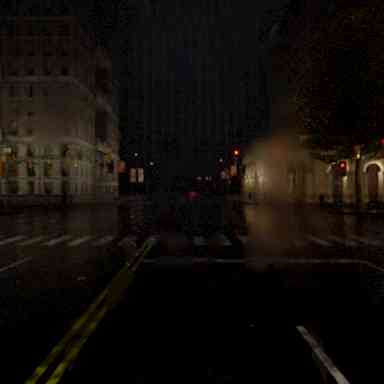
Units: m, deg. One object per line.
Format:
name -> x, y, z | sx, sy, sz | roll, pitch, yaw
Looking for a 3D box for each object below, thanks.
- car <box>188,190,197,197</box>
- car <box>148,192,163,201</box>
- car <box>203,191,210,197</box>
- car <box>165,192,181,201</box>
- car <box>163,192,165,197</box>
car -> 0.189, 0.386, 83.699 | 2.097, 1.767, 4.553 | 0, 1, 1
car -> -7.022, 0.842, 62.038 | 1.837, 1.490, 4.892 | 0, 1, 0
car -> 3.689, 0.571, 83.696 | 2.033, 1.411, 5.357 | 0, 1, 1
car -> -3.522, 0.842, 62.034 | 1.837, 1.490, 4.892 | 0, 1, 0
car -> -6.874, 0.723, 77.741 | 1.994, 1.385, 4.181 | 0, 1, 1
